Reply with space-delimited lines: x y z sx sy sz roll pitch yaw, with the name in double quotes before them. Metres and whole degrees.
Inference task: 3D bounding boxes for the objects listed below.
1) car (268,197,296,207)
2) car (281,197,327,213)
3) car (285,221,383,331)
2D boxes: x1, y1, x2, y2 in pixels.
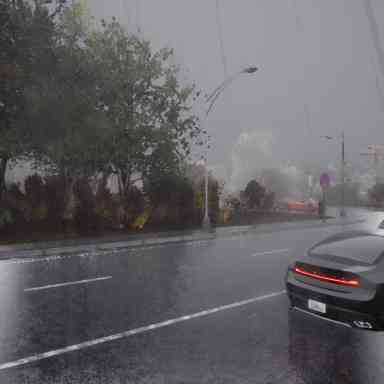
"car" 14.491 1.549 53.881 1.994 1.385 4.181 0 0 -32
"car" 12.566 1.352 36.862 2.097 1.767 4.553 0 0 -32
"car" 3.891 1.505 6.513 4.892 1.490 1.837 0 0 -35
